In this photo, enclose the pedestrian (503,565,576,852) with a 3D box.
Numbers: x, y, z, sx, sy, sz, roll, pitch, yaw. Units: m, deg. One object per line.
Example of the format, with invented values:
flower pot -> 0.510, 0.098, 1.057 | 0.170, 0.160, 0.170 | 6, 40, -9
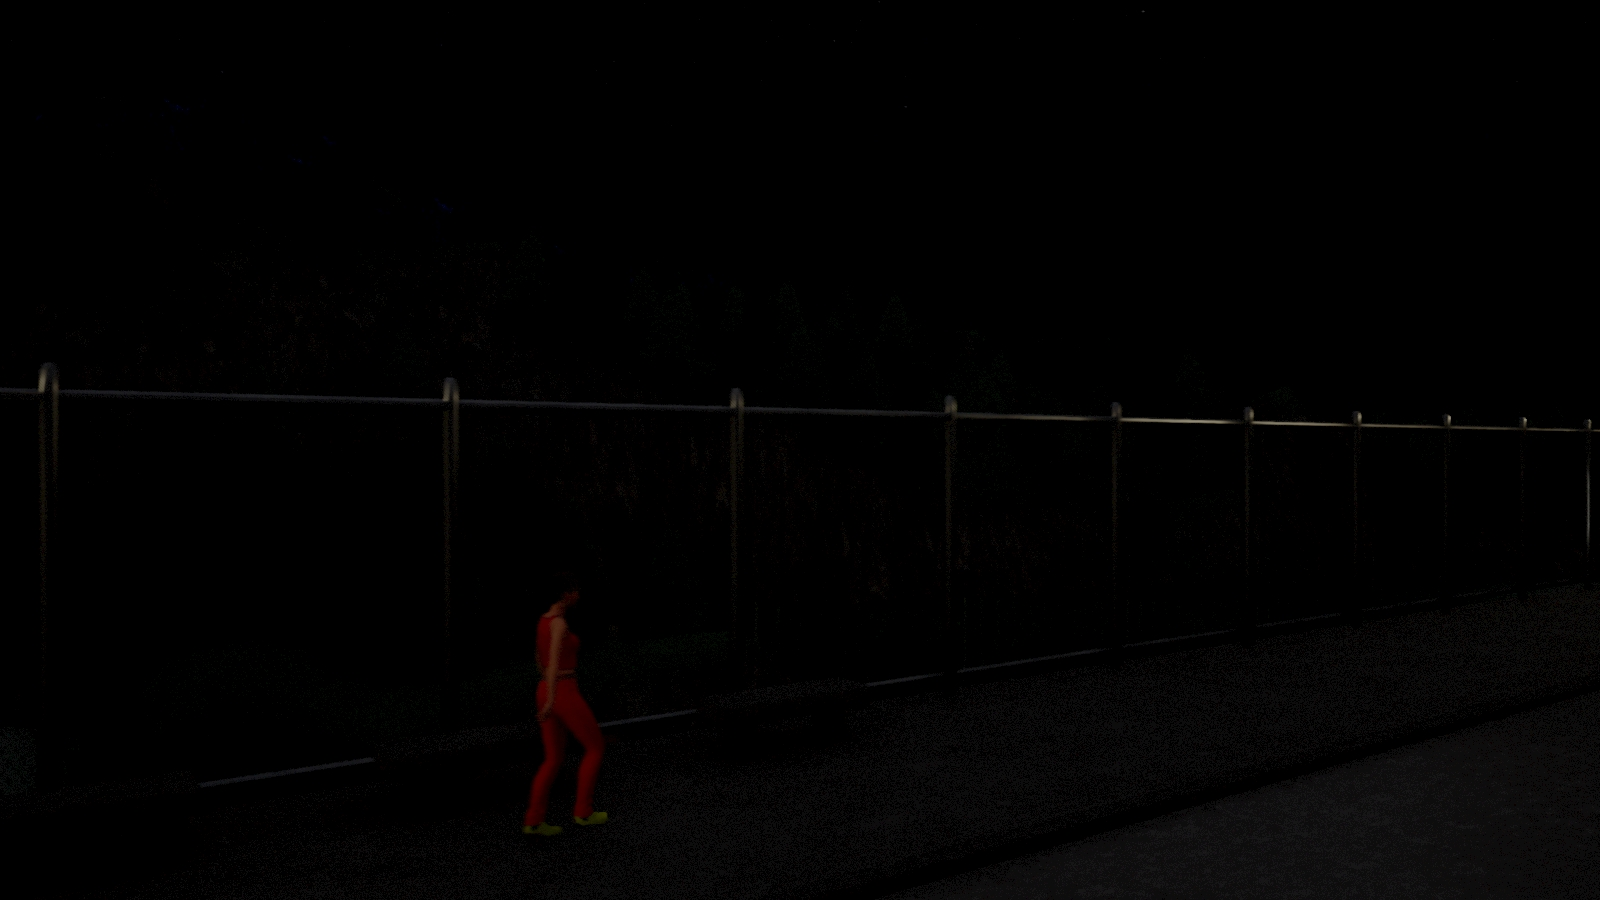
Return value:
pedestrian -> -1.794, 1.744, 7.862 | 0.375, 1.860, 0.375 | 0, 0, -35
